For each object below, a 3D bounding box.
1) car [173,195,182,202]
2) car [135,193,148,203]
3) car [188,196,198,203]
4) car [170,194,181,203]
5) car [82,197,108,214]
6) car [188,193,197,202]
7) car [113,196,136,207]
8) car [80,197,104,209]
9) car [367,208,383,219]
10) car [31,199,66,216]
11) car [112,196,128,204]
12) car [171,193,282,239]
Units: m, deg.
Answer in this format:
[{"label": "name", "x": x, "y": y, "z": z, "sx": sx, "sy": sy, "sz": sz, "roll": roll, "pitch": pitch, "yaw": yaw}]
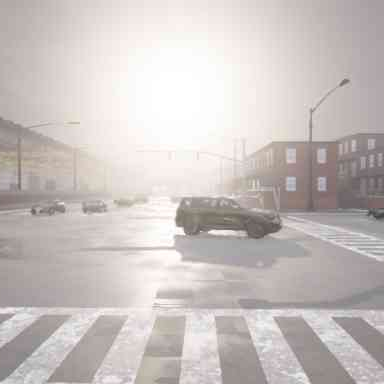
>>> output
[{"label": "car", "x": -3.427, "y": 1.478, "z": 80.513, "sx": 1.882, "sy": 1.535, "sz": 5.008, "roll": 0, "pitch": 0, "yaw": 0}, {"label": "car", "x": -10.439, "y": 1.222, "z": 68.275, "sx": 2.150, "sy": 2.045, "sz": 5.566, "roll": 0, "pitch": 0, "yaw": 0}, {"label": "car", "x": 0.162, "y": 1.548, "z": 69.657, "sx": 2.033, "sy": 1.411, "sz": 5.357, "roll": 0, "pitch": 0, "yaw": 0}, {"label": "car", "x": -3.369, "y": 1.353, "z": 70.227, "sx": 2.097, "sy": 1.767, "sz": 4.553, "roll": 0, "pitch": 0, "yaw": 0}, {"label": "car", "x": -10.418, "y": 1.505, "z": 35.992, "sx": 1.837, "sy": 1.490, "sz": 4.892, "roll": 0, "pitch": 0, "yaw": -2}, {"label": "car", "x": 0.072, "y": 1.225, "z": 80.290, "sx": 2.150, "sy": 2.045, "sz": 5.566, "roll": 0, "pitch": 0, "yaw": 0}, {"label": "car", "x": -10.546, "y": 1.601, "z": 52.268, "sx": 1.895, "sy": 1.301, "sz": 4.718, "roll": 0, "pitch": 0, "yaw": 0}, {"label": "car", "x": -14.053, "y": 1.477, "z": 47.211, "sx": 1.882, "sy": 1.535, "sz": 5.008, "roll": 0, "pitch": 0, "yaw": 0}, {"label": "car", "x": 17.059, "y": 1.547, "z": 26.669, "sx": 5.357, "sy": 1.411, "sz": 2.033, "roll": 0, "pitch": 0, "yaw": 0}, {"label": "car", "x": -14.072, "y": 1.492, "z": 32.825, "sx": 2.128, "sy": 1.511, "sz": 4.902, "roll": 0, "pitch": 0, "yaw": 0}, {"label": "car", "x": -13.959, "y": 1.547, "z": 64.959, "sx": 2.033, "sy": 1.411, "sz": 5.357, "roll": 0, "pitch": 0, "yaw": 1}, {"label": "car", "x": 1.765, "y": 1.221, "z": 17.303, "sx": 5.566, "sy": 2.045, "sz": 2.150, "roll": 0, "pitch": 1, "yaw": 22}]
